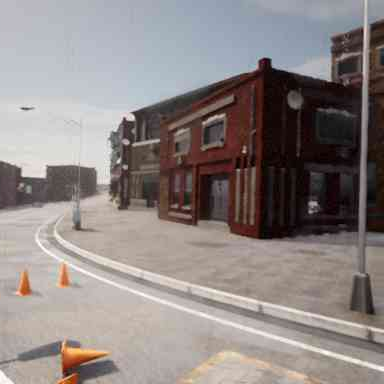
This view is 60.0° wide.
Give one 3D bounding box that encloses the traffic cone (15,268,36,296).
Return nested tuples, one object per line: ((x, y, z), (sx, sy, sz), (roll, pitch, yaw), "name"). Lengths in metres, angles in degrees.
((-3.932, 2.087, 7.850), (0.340, 0.580, 0.340), (0, -2, 37), "traffic cone")

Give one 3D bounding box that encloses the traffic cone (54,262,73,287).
((-3.331, 2.117, 8.648), (0.340, 0.580, 0.340), (0, -2, 37), "traffic cone")
